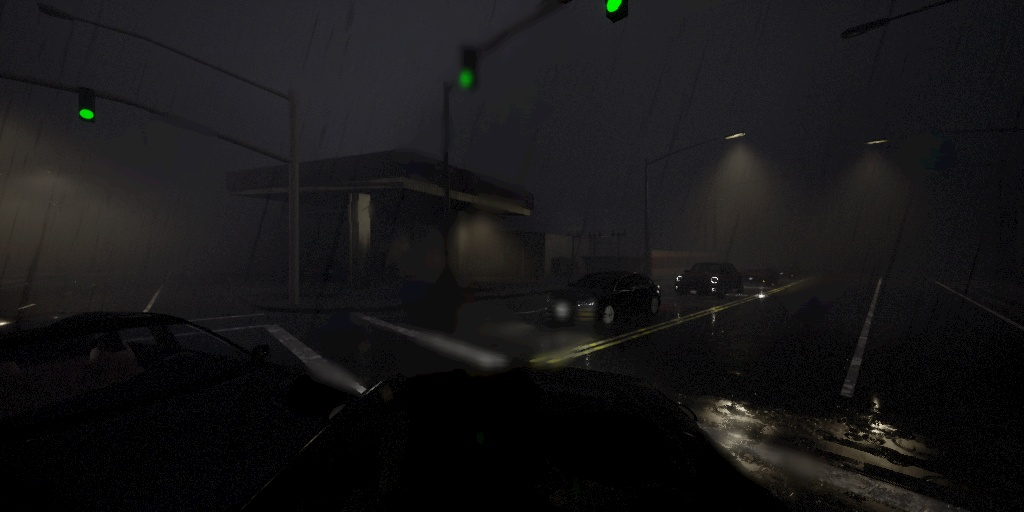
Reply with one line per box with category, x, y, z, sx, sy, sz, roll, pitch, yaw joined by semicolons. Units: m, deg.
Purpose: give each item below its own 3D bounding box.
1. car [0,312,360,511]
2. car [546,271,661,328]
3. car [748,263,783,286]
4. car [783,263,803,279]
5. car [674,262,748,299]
car;-3.365;1.242;2.751;4.902;1.511;2.128;0;0;16
car;3.129;1.255;11.632;4.892;1.490;1.837;0;0;-44
car;17.188;1.314;25.089;4.181;1.385;1.994;0;0;-45
car;24.471;1.314;31.987;4.181;1.385;1.994;0;0;-43
car;10.114;1.102;18.329;4.553;1.767;2.097;0;0;-44
